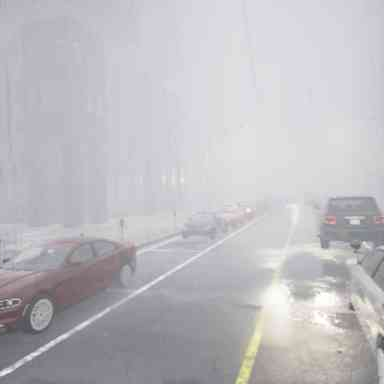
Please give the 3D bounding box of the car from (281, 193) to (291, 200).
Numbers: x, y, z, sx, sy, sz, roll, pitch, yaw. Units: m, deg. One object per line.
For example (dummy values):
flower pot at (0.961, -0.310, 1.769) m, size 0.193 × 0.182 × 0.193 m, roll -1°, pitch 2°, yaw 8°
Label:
car at (26.015, 1.118, 92.055) m, size 2.192 × 1.841 × 5.009 m, roll -2°, pitch 0°, yaw 19°

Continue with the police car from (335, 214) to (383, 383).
police car at (3.276, 1.351, 4.485) m, size 1.930 × 1.638 × 5.238 m, roll -2°, pitch 0°, yaw 19°

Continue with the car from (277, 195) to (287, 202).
car at (20.613, 1.429, 76.143) m, size 1.947 × 1.339 × 4.313 m, roll -2°, pitch 0°, yaw 19°

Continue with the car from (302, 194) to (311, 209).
car at (14.905, 1.330, 41.343) m, size 1.812 × 1.442 × 4.674 m, roll -2°, pitch 0°, yaw 19°

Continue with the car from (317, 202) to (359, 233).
car at (8.394, 1.390, 19.529) m, size 1.812 × 1.442 × 4.674 m, roll -2°, pitch 0°, yaw 19°

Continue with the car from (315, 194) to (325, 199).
car at (32.290, 1.107, 84.019) m, size 1.947 × 1.339 × 4.313 m, roll -2°, pitch 0°, yaw 19°

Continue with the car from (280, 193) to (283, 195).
car at (15.200, 1.367, 60.233) m, size 1.967 × 1.590 × 4.097 m, roll -2°, pitch 0°, yaw 19°

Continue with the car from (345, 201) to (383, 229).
car at (10.705, 1.321, 20.532) m, size 1.752 × 1.417 × 4.829 m, roll -2°, pitch 0°, yaw 19°

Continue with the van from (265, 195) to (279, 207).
van at (11.591, 1.311, 49.627) m, size 1.690 × 1.788 × 3.998 m, roll -2°, pitch 0°, yaw 19°

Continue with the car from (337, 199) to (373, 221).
car at (12.454, 1.320, 25.675) m, size 1.887 × 1.381 × 4.507 m, roll -2°, pitch 0°, yaw 19°

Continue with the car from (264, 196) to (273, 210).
car at (7.991, 1.557, 39.019) m, size 1.887 × 1.381 × 4.507 m, roll -2°, pitch 0°, yaw 19°

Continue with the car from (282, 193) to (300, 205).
car at (17.013, 1.337, 56.990) m, size 2.128 × 1.511 × 4.902 m, roll -2°, pitch 0°, yaw 19°

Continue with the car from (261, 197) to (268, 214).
car at (6.187, 1.579, 33.714) m, size 1.887 × 1.381 × 4.507 m, roll -2°, pitch 0°, yaw 19°

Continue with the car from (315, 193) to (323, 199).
car at (34.093, 1.088, 89.322) m, size 1.947 × 1.339 × 4.313 m, roll -2°, pitch 0°, yaw 19°

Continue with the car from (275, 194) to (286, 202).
car at (18.806, 1.325, 70.840) m, size 1.967 × 1.590 × 4.097 m, roll -2°, pitch 0°, yaw 19°

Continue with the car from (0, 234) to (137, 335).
car at (-2.828, 1.687, 7.197) m, size 1.887 × 1.381 × 4.507 m, roll -2°, pitch 0°, yaw 19°

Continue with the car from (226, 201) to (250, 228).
car at (2.526, 1.603, 22.946) m, size 1.752 × 1.417 × 4.829 m, roll -2°, pitch 0°, yaw 19°

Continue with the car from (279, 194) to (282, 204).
car at (13.401, 1.530, 54.929) m, size 1.802 × 1.307 × 4.206 m, roll -2°, pitch 0°, yaw 19°

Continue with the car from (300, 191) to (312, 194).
car at (19.989, 0.967, 56.458) m, size 2.150 × 2.045 × 5.566 m, roll -2°, pitch 0°, yaw 19°

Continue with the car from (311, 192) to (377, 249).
car at (6.385, 1.113, 13.897) m, size 2.150 × 2.045 × 5.566 m, roll -2°, pitch 0°, yaw 18°

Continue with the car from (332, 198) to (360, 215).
car at (14.257, 1.298, 30.979) m, size 1.887 × 1.381 × 4.507 m, roll -2°, pitch 0°, yaw 19°

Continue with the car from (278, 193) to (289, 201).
car at (22.409, 1.158, 81.448) m, size 2.192 × 1.841 × 5.009 m, roll -2°, pitch 0°, yaw 19°

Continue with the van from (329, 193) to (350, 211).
van at (16.054, 1.073, 36.284) m, size 1.690 × 1.788 × 3.998 m, roll -2°, pitch 0°, yaw 19°

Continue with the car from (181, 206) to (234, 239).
car at (0.779, 1.681, 17.803) m, size 1.802 × 1.307 × 4.206 m, roll -2°, pitch 0°, yaw 19°

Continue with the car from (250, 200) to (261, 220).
car at (4.381, 1.496, 28.411) m, size 1.967 × 1.590 × 4.097 m, roll -2°, pitch 0°, yaw 19°

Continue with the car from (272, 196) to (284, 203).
car at (17.007, 1.472, 65.536) m, size 1.947 × 1.339 × 4.313 m, roll -2°, pitch 0°, yaw 19°

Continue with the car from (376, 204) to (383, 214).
car at (7.041, 1.280, 9.763) m, size 1.967 × 1.590 × 4.097 m, roll -2°, pitch 0°, yaw 19°

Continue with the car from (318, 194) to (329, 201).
car at (26.880, 1.149, 68.107) m, size 1.887 × 1.381 × 4.507 m, roll -2°, pitch 0°, yaw 19°

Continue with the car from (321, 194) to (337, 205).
car at (21.467, 1.108, 52.195) m, size 1.967 × 1.590 × 4.097 m, roll -2°, pitch 0°, yaw 19°
